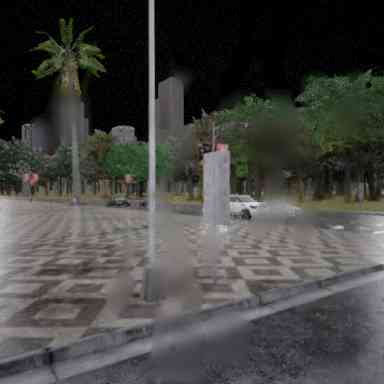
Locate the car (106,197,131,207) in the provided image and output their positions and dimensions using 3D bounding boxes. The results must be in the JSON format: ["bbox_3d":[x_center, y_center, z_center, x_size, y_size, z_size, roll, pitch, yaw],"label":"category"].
[{"bbox_3d":[-11.053,1.518,49.560,2.033,1.411,5.357,0,0,-38],"label":"car"}]

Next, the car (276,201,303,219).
[{"bbox_3d":[7.593,1.519,29.530,1.812,1.442,4.674,0,0,-35],"label":"car"}]

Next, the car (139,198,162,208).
[{"bbox_3d":[-6.039,1.529,48.313,1.994,1.385,4.181,0,0,-37],"label":"car"}]

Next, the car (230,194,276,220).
[{"bbox_3d":[4.180,1.228,28.729,2.150,2.045,5.566,0,0,-35],"label":"car"}]
